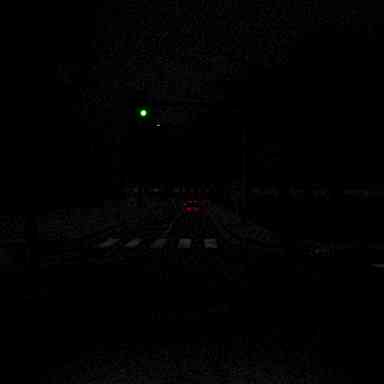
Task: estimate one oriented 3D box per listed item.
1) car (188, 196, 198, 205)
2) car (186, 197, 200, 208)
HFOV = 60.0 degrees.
[{"bbox_3d":[0.172,1.639,62.744,1.882,1.535,5.008,0,0,0],"label":"car"},{"bbox_3d":[0.165,1.629,52.325,2.128,1.511,4.902,0,0,0],"label":"car"}]
